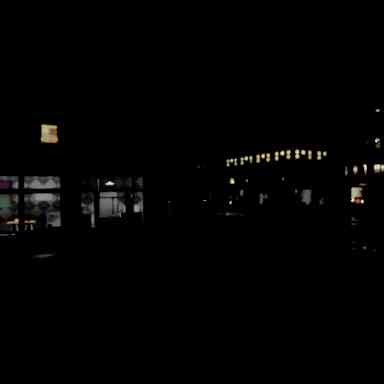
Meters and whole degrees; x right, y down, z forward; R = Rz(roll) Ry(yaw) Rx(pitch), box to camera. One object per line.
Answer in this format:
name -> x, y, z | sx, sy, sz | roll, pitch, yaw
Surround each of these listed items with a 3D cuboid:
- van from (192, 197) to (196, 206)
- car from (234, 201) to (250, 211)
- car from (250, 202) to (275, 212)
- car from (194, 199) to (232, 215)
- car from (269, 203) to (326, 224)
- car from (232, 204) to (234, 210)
van -> -0.329, 1.896, 62.683 | 1.690, 1.788, 3.998 | -1, 0, -27
car -> 7.289, 1.960, 47.925 | 1.802, 1.307, 4.206 | -1, 0, -27
car -> 9.826, 1.900, 43.006 | 1.802, 1.307, 4.206 | -1, 0, -27
car -> 2.376, 1.840, 39.162 | 1.967, 1.590, 4.097 | -1, 0, -27
car -> 8.632, 1.813, 26.774 | 1.947, 1.339, 4.313 | -1, 0, -27
car -> 2.874, 1.909, 43.886 | 2.128, 1.511, 4.902 | -1, 0, -27
